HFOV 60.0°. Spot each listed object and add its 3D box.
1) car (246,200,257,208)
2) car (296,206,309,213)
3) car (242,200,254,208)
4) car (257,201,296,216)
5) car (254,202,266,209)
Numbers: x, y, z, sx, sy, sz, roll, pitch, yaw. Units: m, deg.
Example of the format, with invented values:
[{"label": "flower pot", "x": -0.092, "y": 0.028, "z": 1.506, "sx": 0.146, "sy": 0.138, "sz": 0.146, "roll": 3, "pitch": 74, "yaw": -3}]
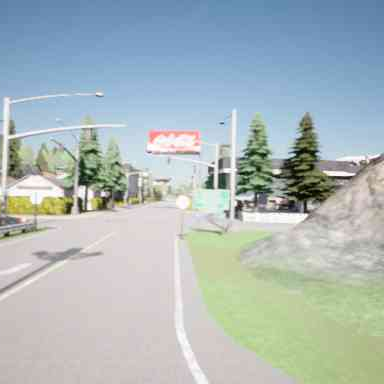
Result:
[{"label": "car", "x": 15.908, "y": 3.223, "z": 89.387, "sx": 1.932, "sy": 1.855, "sz": 4.605, "roll": 1, "pitch": -1, "yaw": -3}, {"label": "car", "x": 14.459, "y": 2.754, "z": 47.369, "sx": 4.611, "sy": 1.667, "sz": 2.242, "roll": 1, "pitch": -1, "yaw": -3}, {"label": "car", "x": 13.076, "y": 2.979, "z": 81.347, "sx": 1.905, "sy": 1.878, "sz": 3.866, "roll": 1, "pitch": -1, "yaw": -3}, {"label": "car", "x": 10.456, "y": 2.377, "z": 41.475, "sx": 3.866, "sy": 1.878, "sz": 1.905, "roll": 1, "pitch": -1, "yaw": -3}, {"label": "car", "x": 16.423, "y": 3.334, "z": 80.920, "sx": 1.970, "sy": 1.475, "sz": 3.806, "roll": 1, "pitch": -1, "yaw": -3}]
